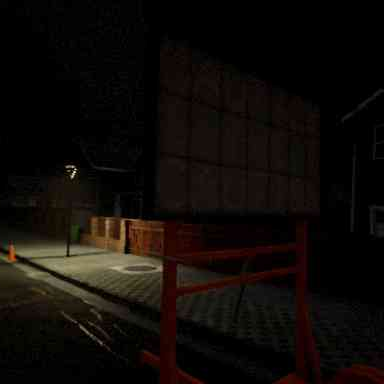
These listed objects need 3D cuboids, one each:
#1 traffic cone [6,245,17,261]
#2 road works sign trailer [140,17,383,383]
[{"bbox_3d":[-7.356,2.468,13.563,0.340,0.580,0.340,4,-4,-42],"label":"traffic cone"},{"bbox_3d":[0.402,0.646,3.071,2.380,3.560,2.880,4,-4,-43],"label":"road works sign trailer"}]
